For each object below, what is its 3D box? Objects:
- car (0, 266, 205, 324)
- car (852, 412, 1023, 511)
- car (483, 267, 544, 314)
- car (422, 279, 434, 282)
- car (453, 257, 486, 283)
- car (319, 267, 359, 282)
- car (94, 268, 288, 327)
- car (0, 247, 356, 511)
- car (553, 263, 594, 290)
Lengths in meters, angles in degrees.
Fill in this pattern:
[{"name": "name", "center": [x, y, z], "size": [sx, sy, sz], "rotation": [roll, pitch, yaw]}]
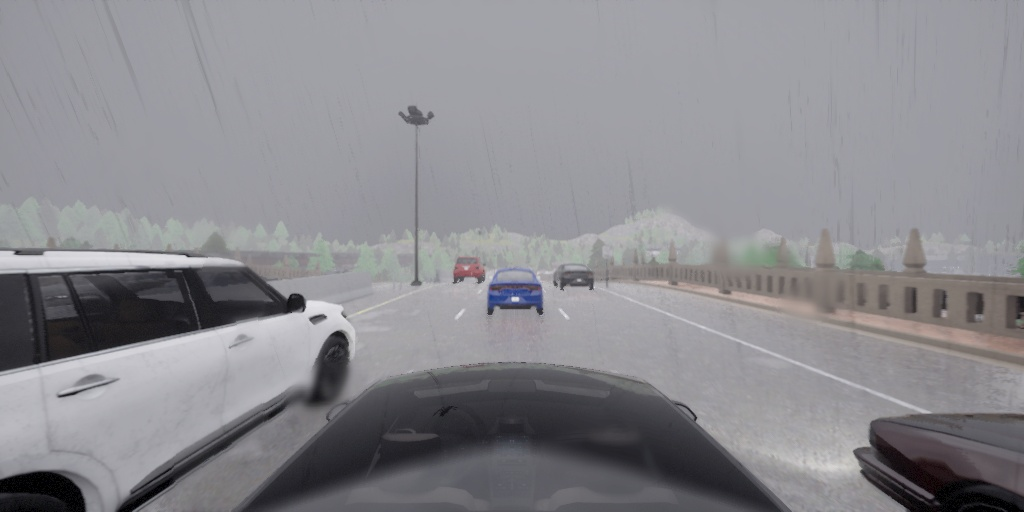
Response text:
[{"name": "car", "center": [-14.090, 1.195, 12.732], "size": [2.128, 1.511, 4.902], "rotation": [0, 0, 0]}, {"name": "car", "center": [3.599, 1.303, 0.289], "size": [2.033, 1.411, 5.357], "rotation": [0, 0, 0]}, {"name": "car", "center": [0.105, 1.177, 13.623], "size": [1.882, 1.535, 5.008], "rotation": [0, 0, 0]}, {"name": "car", "center": [-13.974, 4.564, 60.342], "size": [1.837, 1.490, 4.892], "rotation": [0, -7, 0]}, {"name": "car", "center": [-3.388, 1.149, 29.155], "size": [2.150, 2.045, 5.566], "rotation": [0, -3, 0]}, {"name": "car", "center": [-17.540, 1.945, 36.544], "size": [1.994, 1.385, 4.181], "rotation": [0, -5, 0]}, {"name": "car", "center": [-10.588, 1.251, 12.638], "size": [2.033, 1.411, 5.357], "rotation": [0, 0, 0]}, {"name": "car", "center": [-3.411, 0.966, 3.047], "size": [2.150, 2.045, 5.566], "rotation": [0, 0, 0]}, {"name": "car", "center": [3.609, 1.185, 21.684], "size": [1.882, 1.535, 5.008], "rotation": [0, -1, 0]}]
